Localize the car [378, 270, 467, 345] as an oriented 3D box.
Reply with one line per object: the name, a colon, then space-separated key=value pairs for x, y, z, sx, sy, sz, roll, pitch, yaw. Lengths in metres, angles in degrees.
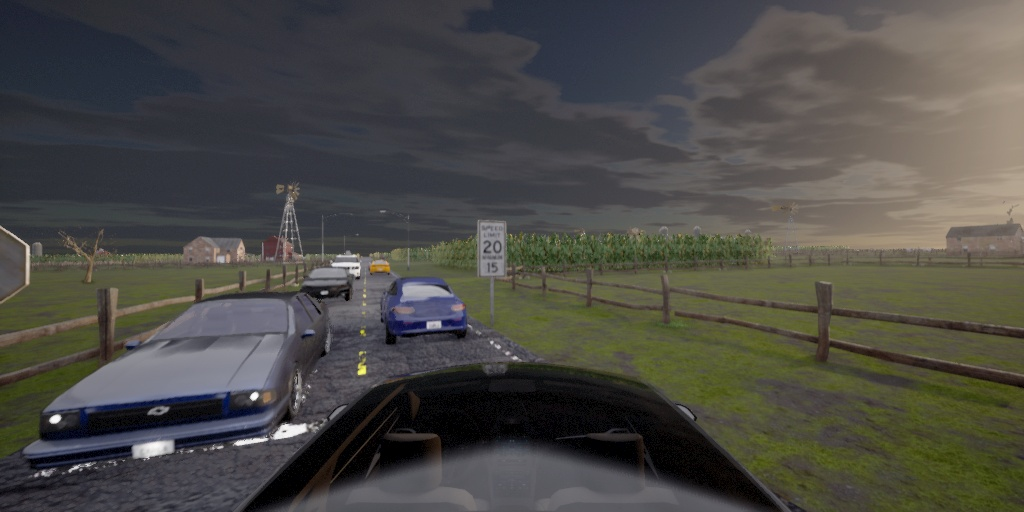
car: x=-2.488 y=1.269 z=9.589 sx=1.812 sy=1.442 sz=4.674 roll=0 pitch=0 yaw=-22

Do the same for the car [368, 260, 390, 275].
car: x=-14.140 y=1.193 z=38.337 sx=1.882 sy=1.535 sz=5.008 roll=0 pitch=0 yaw=-21

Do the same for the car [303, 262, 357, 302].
car: x=-8.483 y=1.214 z=16.748 sx=1.882 sy=1.535 sz=5.008 roll=0 pitch=0 yaw=-22

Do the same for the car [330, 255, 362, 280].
car: x=-14.072 y=0.943 z=30.510 sx=2.150 sy=2.045 sz=5.566 roll=0 pitch=0 yaw=-22

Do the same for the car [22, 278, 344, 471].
car: x=-4.057 y=1.294 z=5.623 sx=2.033 sy=1.411 sz=5.357 roll=0 pitch=0 yaw=-20
